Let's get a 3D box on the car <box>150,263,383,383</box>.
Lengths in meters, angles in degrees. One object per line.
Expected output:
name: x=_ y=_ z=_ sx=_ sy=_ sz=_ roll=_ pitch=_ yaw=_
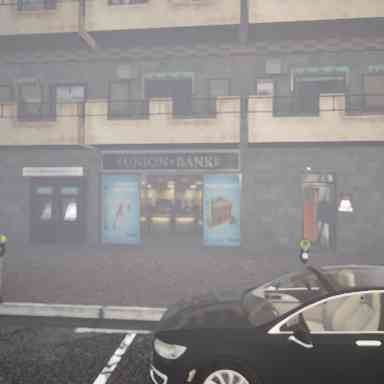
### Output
car: x=1.728 y=1.550 z=3.799 sx=4.403 sy=1.369 sz=2.008 roll=0 pitch=0 yaw=6
